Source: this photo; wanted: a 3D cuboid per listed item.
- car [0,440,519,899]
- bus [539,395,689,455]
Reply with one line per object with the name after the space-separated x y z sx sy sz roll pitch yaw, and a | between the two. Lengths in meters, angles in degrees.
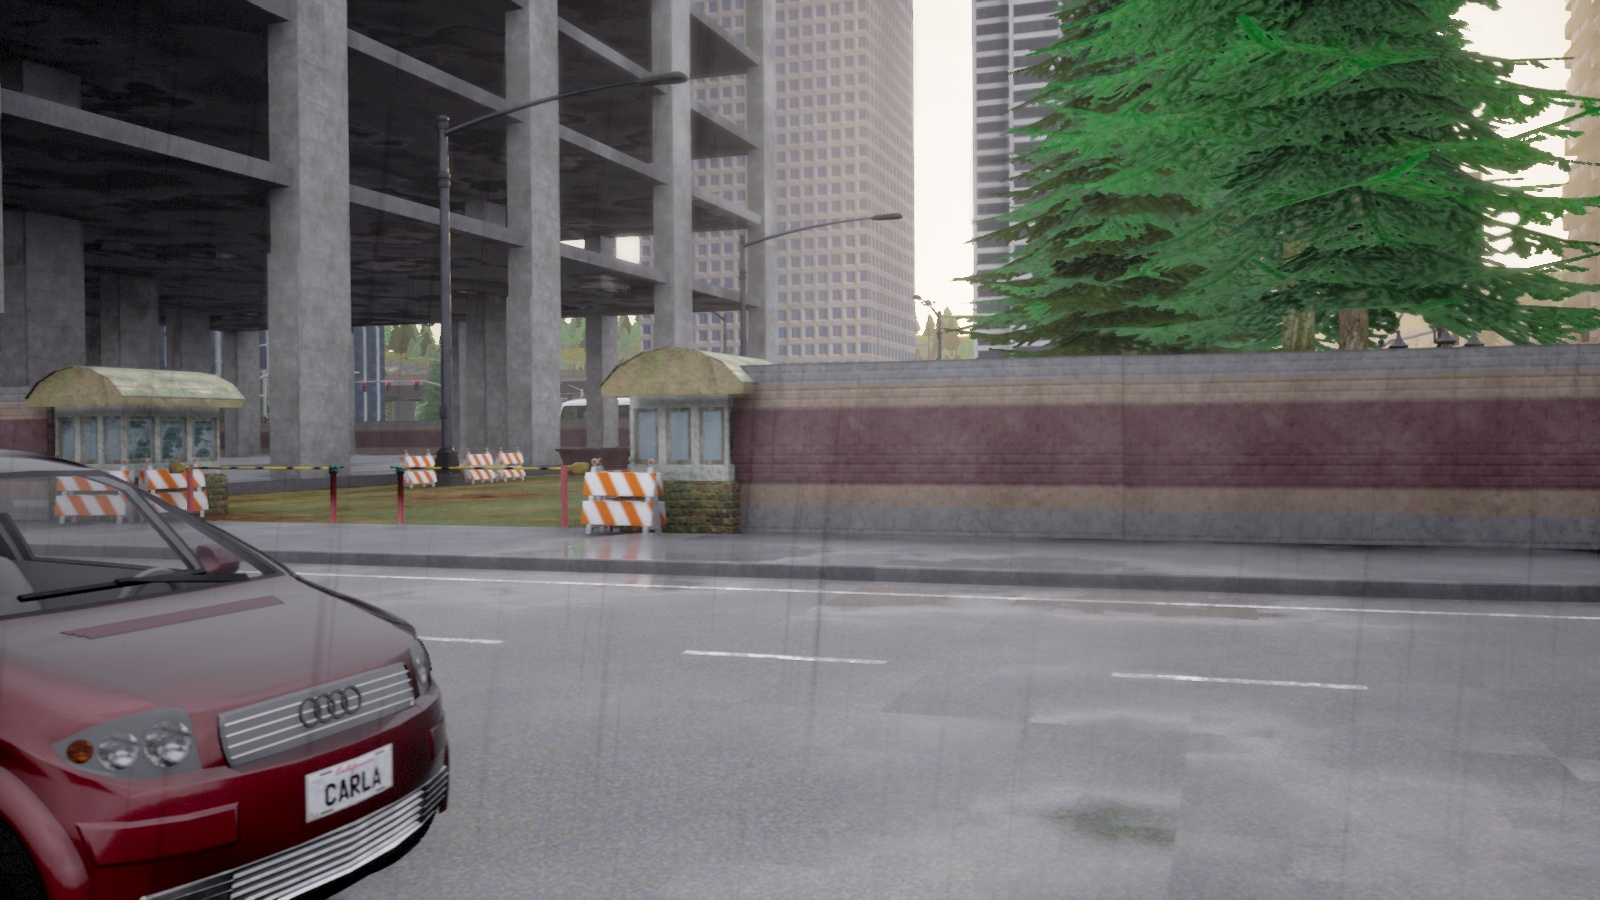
-3.046 0.749 4.217 3.705 1.549 1.789 0 1 19 | car
-13.772 -1.839 93.088 10.273 4.253 3.944 0 1 19 | bus
